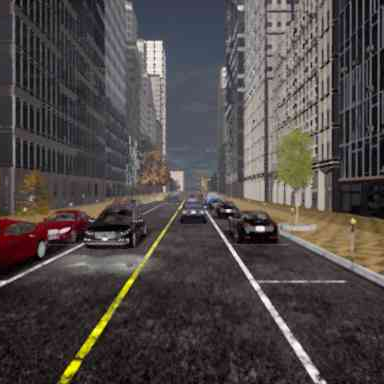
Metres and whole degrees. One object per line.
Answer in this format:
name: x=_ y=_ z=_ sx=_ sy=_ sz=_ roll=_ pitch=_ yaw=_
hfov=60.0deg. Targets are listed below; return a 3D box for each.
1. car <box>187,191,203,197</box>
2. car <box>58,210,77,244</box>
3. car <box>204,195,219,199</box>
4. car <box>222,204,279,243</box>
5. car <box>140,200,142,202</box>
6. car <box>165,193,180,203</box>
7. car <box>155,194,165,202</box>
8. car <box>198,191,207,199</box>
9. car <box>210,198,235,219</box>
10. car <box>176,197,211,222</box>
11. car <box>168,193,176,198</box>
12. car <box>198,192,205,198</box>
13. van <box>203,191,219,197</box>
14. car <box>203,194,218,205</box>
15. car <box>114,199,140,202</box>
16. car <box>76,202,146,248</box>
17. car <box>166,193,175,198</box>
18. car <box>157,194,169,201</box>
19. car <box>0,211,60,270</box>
car: x=0.060 y=1.126 z=43.692 sx=2.033 sy=1.649 sz=4.856 roll=0 pitch=1 yaw=0
car: x=-5.694 y=1.480 z=15.161 sx=1.802 sy=1.307 sz=4.206 roll=0 pitch=0 yaw=0
car: x=2.679 y=1.304 z=37.924 sx=1.947 sy=1.339 sz=4.313 roll=0 pitch=0 yaw=0
car: x=2.686 y=1.464 z=15.156 sx=1.947 sy=1.339 sz=4.313 roll=0 pitch=0 yaw=0
car: x=-5.700 y=1.345 z=32.238 sx=1.947 sy=1.339 sz=4.313 roll=0 pitch=0 yaw=0
car: x=-3.080 y=1.159 z=56.803 sx=1.994 sy=1.385 sz=4.181 roll=0 pitch=1 yaw=0
car: x=-5.710 y=1.092 z=60.530 sx=1.752 sy=1.417 sz=4.829 roll=0 pitch=0 yaw=0
car: x=2.665 y=0.698 z=83.459 sx=2.192 sy=1.841 sz=5.009 roll=0 pitch=0 yaw=0
car: x=2.683 y=1.386 z=26.540 sx=1.947 sy=1.339 sz=4.313 roll=0 pitch=0 yaw=0
car: x=0.089 y=1.380 z=24.665 sx=2.033 sy=1.411 sz=5.357 roll=0 pitch=0 yaw=0
car: x=-5.722 y=0.854 z=94.855 sx=1.947 sy=1.339 sz=4.313 roll=0 pitch=0 yaw=0
car: x=2.659 y=0.812 z=95.014 sx=1.752 sy=1.417 sz=4.829 roll=0 pitch=0 yaw=0
van: x=2.677 y=1.038 z=43.616 sx=1.690 sy=1.788 sz=3.998 roll=0 pitch=0 yaw=0
car: x=2.675 y=1.094 z=49.308 sx=1.967 sy=1.590 sz=4.097 roll=0 pitch=0 yaw=0
car: x=-5.698 y=1.364 z=26.546 sx=1.887 sy=1.381 sz=4.507 roll=0 pitch=0 yaw=0
car: x=-3.106 y=1.409 z=14.266 sx=1.837 sy=1.490 sz=4.892 roll=0 pitch=0 yaw=0
car: x=-5.719 y=0.887 z=89.162 sx=2.008 sy=1.369 sz=4.403 roll=0 pitch=0 yaw=0
car: x=-5.712 y=1.071 z=66.394 sx=2.008 sy=1.369 sz=4.403 roll=0 pitch=0 yaw=0
car: x=-5.692 y=1.481 z=9.468 sx=1.887 sy=1.381 sz=4.507 roll=0 pitch=0 yaw=0
